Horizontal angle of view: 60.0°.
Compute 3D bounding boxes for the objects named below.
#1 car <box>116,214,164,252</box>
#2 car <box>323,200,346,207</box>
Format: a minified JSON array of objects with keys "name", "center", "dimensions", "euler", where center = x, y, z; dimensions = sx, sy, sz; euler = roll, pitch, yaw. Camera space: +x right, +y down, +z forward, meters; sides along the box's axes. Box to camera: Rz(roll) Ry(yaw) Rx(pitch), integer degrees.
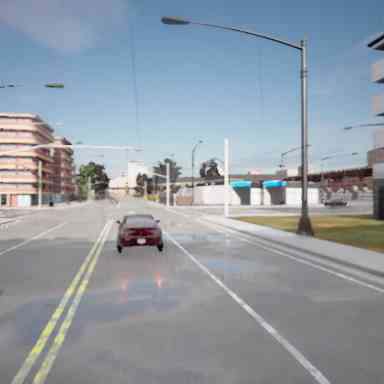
[{"name":"car","center":[-2.335,1.670,14.610],"dimensions":[1.812,1.442,4.674],"euler":[0,0,-11]},{"name":"car","center":[26.506,2.104,61.820],"dimensions":[4.718,1.301,1.895],"euler":[0,-1,-35]}]
